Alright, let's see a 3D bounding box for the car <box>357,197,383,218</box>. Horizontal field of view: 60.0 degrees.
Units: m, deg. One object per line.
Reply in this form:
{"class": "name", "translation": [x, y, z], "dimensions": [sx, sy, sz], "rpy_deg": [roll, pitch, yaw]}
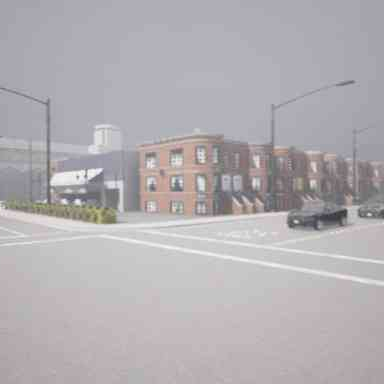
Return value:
{"class": "car", "translation": [15.208, 1.163, 26.941], "dimensions": [4.553, 1.767, 2.097], "rpy_deg": [0, 0, -43]}

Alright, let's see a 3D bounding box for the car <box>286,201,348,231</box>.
{"class": "car", "translation": [7.556, 1.347, 19.924], "dimensions": [5.008, 1.535, 1.882], "rpy_deg": [0, 0, -43]}
